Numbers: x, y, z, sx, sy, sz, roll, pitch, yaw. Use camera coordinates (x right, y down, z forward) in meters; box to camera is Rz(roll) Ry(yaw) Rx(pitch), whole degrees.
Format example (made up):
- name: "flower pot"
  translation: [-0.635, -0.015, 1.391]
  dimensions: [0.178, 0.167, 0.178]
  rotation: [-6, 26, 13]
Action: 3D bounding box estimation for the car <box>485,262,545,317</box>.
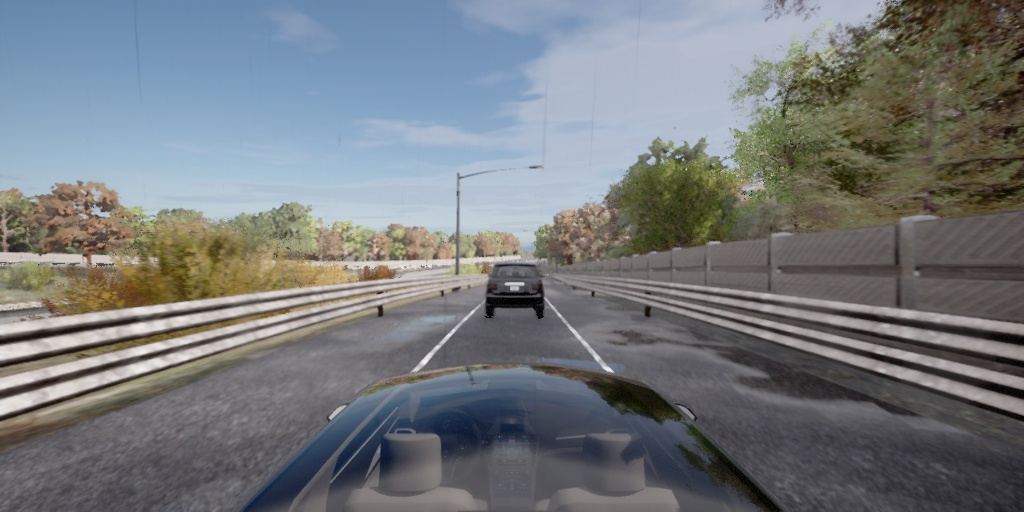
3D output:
- name: "car"
  translation: [0.142, 1.306, 14.917]
  dimensions: [2.150, 2.045, 5.566]
  rotation: [0, -2, 1]
